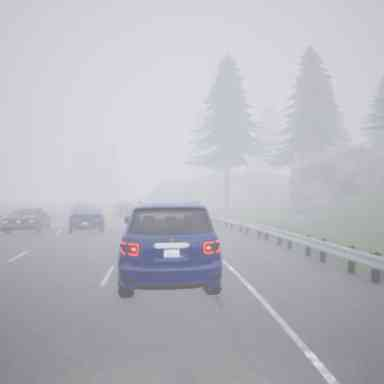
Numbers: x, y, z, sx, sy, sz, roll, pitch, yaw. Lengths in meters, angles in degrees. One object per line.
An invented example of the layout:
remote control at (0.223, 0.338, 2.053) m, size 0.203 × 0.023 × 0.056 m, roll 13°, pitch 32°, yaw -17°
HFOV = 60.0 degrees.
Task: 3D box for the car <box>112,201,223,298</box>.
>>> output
car at (-0.634, 1.235, 8.803) m, size 2.150 × 2.045 × 5.566 m, roll 0°, pitch 0°, yaw -6°

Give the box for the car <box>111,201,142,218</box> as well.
car at (-6.542, 1.620, 32.537) m, size 2.033 × 1.411 × 5.357 m, roll 0°, pitch 0°, yaw -22°

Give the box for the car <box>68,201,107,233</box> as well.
car at (-6.232, 1.535, 20.125) m, size 1.882 × 1.535 × 5.008 m, roll 0°, pitch 0°, yaw -13°

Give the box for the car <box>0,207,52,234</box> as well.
car at (-9.681, 1.625, 19.839) m, size 2.033 × 1.411 × 5.357 m, roll 0°, pitch 0°, yaw -14°
